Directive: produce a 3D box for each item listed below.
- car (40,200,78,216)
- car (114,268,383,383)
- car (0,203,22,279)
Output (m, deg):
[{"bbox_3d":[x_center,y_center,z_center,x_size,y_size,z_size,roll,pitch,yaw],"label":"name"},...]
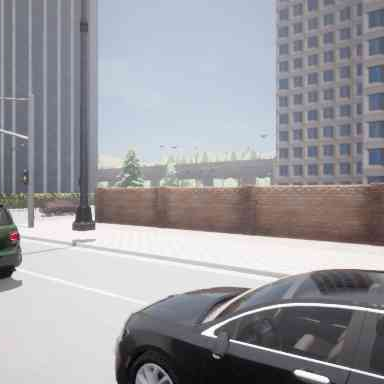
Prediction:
[{"bbox_3d":[-12.256,1.523,32.177,1.812,1.442,4.674,0,0,35],"label":"car"},{"bbox_3d":[1.377,1.505,3.009,4.892,1.490,1.837,0,0,35],"label":"car"},{"bbox_3d":[-6.706,1.221,8.745,5.566,2.045,2.150,0,0,35],"label":"car"}]
